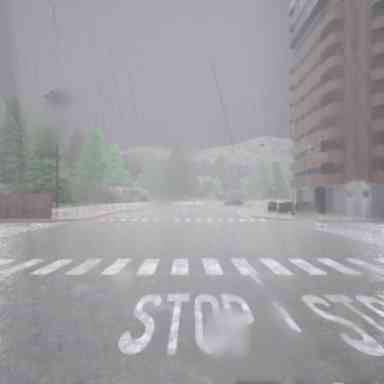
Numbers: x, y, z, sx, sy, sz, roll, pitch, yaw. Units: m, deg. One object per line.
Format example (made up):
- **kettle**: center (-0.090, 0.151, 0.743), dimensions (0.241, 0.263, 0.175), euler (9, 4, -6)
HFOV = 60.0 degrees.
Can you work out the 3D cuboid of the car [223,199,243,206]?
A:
- **car**: center (8.811, 2.283, 71.287), dimensions (4.892, 1.490, 1.837), euler (0, -1, -33)
